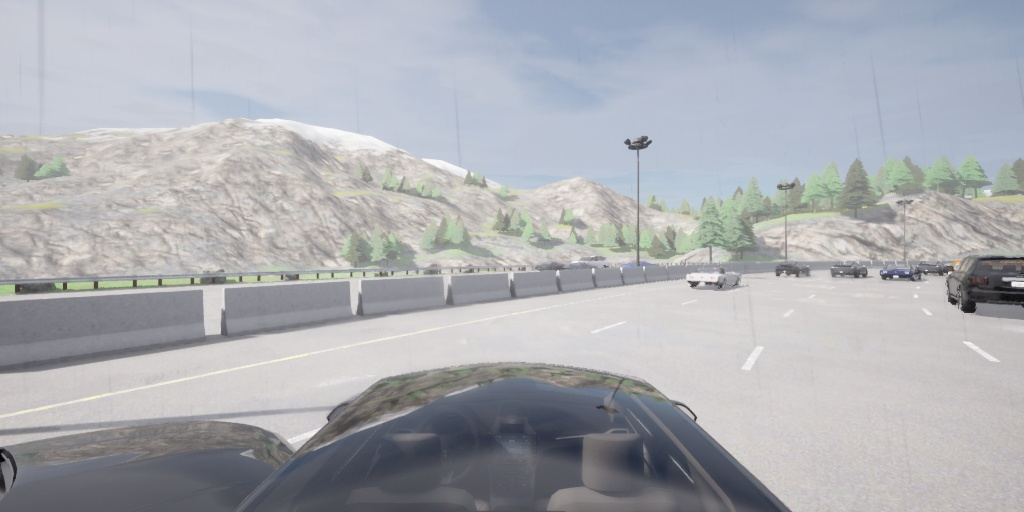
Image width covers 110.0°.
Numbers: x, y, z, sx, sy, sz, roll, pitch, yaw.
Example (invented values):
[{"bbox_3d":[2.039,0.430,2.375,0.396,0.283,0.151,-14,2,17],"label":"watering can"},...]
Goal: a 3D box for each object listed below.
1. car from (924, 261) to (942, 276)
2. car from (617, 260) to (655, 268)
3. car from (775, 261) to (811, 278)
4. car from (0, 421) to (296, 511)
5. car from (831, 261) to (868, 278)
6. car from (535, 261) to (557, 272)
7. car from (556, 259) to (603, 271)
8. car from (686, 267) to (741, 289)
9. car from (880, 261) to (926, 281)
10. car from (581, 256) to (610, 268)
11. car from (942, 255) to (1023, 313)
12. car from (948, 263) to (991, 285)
[{"bbox_3d":[43.311,1.241,36.877,4.902,1.511,2.128,0,0,-31],"label":"car"},{"bbox_3d":[12.796,1.227,36.976,5.008,1.535,1.882,0,0,-40],"label":"car"},{"bbox_3d":[27.165,1.251,34.617,4.892,1.490,1.837,1,-1,-37],"label":"car"},{"bbox_3d":[-2.983,1.255,0.544,4.892,1.490,1.837,0,0,-45],"label":"car"},{"bbox_3d":[31.373,1.241,33.354,4.902,1.511,2.128,0,0,-35],"label":"car"},{"bbox_3d":[4.751,1.314,43.916,4.181,1.385,1.994,0,0,-40],"label":"car"},{"bbox_3d":[6.917,1.314,36.546,4.181,1.385,1.994,0,0,-41],"label":"car"},{"bbox_3d":[13.068,1.351,23.049,4.718,1.301,1.895,0,0,-43],"label":"car"},{"bbox_3d":[32.304,1.351,29.743,4.718,1.301,1.895,0,0,-35],"label":"car"},{"bbox_3d":[9.465,0.973,43.318,5.566,2.045,2.150,0,0,-39],"label":"car"},{"bbox_3d":[17.874,0.973,13.129,5.566,2.045,2.150,0,0,-44],"label":"car"},{"bbox_3d":[34.171,1.276,26.759,4.674,1.442,1.812,0,0,-36],"label":"car"}]
